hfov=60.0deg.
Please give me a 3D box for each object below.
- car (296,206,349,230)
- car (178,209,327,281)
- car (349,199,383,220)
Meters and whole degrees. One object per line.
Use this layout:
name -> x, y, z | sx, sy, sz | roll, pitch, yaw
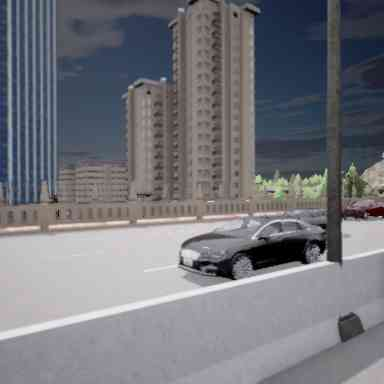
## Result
car -> 5.640, 1.503, 16.610 | 4.181, 1.385, 1.994 | 0, 0, -35
car -> 1.893, 1.459, 9.640 | 4.902, 1.511, 2.128 | 0, 0, -35
car -> 13.998, 1.376, 26.866 | 5.008, 1.535, 1.882 | 0, 0, -35
